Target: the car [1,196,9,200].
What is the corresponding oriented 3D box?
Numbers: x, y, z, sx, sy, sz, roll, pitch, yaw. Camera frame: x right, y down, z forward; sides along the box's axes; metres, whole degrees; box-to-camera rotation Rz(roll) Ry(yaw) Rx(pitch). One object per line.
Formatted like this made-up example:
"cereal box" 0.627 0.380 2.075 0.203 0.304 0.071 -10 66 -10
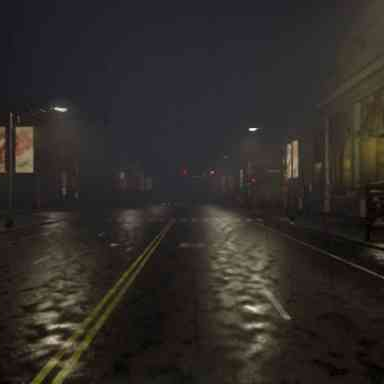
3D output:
"car" -46.029 2.164 78.239 4.674 1.452 2.002 0 -1 0
